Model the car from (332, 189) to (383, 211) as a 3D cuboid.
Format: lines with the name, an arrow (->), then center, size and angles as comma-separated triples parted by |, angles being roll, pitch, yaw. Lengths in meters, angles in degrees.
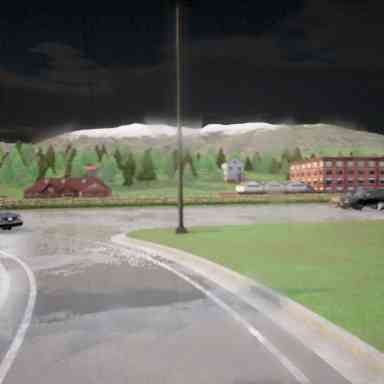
car -> 16.982, 0.731, 32.181 | 5.566, 2.045, 2.150 | -1, 1, -10

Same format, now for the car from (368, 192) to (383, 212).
car -> 18.465, 1.013, 28.889 | 4.902, 1.511, 2.128 | -1, 0, -10

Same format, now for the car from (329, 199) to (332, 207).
car -> 17.111, 0.833, 35.752 | 4.553, 1.767, 2.097 | -1, 0, -10

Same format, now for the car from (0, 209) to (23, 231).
car -> -12.230, 1.544, 18.887 | 5.357, 1.411, 2.033 | -1, 0, 20
